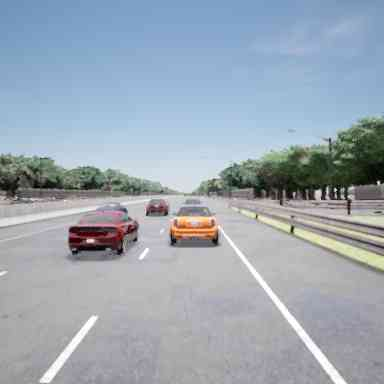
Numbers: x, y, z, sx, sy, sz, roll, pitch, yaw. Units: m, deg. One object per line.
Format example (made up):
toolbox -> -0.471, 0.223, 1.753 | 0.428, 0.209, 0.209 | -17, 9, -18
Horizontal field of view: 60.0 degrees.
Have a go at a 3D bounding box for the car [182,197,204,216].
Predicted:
car -> 0.096, 1.415, 34.217 | 2.097, 1.767, 4.553 | 0, 0, 0

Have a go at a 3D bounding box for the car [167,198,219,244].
car -> 0.099, 1.372, 16.123 | 2.097, 1.767, 4.553 | 0, 0, 0

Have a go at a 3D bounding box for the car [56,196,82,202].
car -> -17.505, 1.212, 48.556 | 1.882, 1.535, 5.008 | 0, 0, 0

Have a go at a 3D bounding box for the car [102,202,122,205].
car -> -6.903, 1.594, 28.788 | 2.033, 1.411, 5.357 | 0, 0, 0

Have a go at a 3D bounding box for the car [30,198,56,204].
car -> -21.006, 1.618, 48.485 | 2.128, 1.511, 4.902 | 0, 0, 0

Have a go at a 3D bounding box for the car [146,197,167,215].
car -> -3.404, 1.415, 34.196 | 2.097, 1.767, 4.553 | 0, 0, 0

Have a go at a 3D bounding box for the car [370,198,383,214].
car -> 19.725, 1.128, 31.631 | 2.150, 2.045, 5.566 | 0, -2, -19

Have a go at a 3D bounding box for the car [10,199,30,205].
car -> -24.506, 1.720, 48.469 | 1.895, 1.301, 4.718 | 0, 0, 0

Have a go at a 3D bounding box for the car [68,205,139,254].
car -> -3.400, 1.493, 13.615 | 1.882, 1.535, 5.008 | 0, 0, 0
